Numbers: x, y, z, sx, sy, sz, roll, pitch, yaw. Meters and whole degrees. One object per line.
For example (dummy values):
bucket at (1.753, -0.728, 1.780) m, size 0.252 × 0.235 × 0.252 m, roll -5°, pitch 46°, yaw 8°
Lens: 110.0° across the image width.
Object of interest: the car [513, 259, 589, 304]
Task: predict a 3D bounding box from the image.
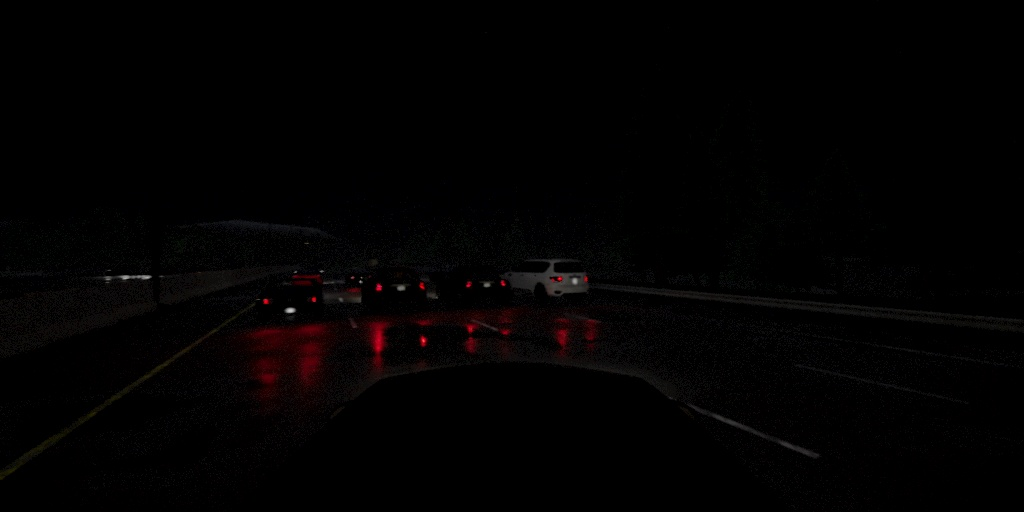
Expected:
car at (1.452, 1.152, 17.806) m, size 2.150 × 2.045 × 5.566 m, roll 0°, pitch 0°, yaw -28°

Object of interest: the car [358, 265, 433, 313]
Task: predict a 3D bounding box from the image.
car at (-5.116, 1.246, 15.269) m, size 2.097 × 1.767 × 4.553 m, roll 0°, pitch -1°, yaw -28°

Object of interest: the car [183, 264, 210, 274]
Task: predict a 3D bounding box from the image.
car at (-42.784, 1.831, 48.700) m, size 1.994 × 1.385 × 4.181 m, roll 0°, pitch -1°, yaw -27°

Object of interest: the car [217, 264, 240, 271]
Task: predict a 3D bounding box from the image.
car at (-39.715, 1.852, 50.365) m, size 1.994 × 1.385 × 4.181 m, roll 0°, pitch -1°, yaw -27°

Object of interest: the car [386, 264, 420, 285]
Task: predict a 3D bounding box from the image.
car at (-9.439, 1.538, 30.855) m, size 1.882 × 1.535 × 5.008 m, roll 0°, pitch 0°, yaw -28°

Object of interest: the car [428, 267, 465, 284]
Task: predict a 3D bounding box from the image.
car at (-5.889, 1.673, 31.610) m, size 1.895 × 1.301 × 4.718 m, roll 0°, pitch -1°, yaw -28°

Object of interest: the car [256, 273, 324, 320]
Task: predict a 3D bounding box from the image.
car at (-8.119, 1.474, 13.450) m, size 1.895 × 1.301 × 4.718 m, roll 0°, pitch -1°, yaw -28°

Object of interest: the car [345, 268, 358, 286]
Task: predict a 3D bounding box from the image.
car at (-12.073, 1.633, 28.331) m, size 1.895 × 1.301 × 4.718 m, roll 0°, pitch -1°, yaw -28°

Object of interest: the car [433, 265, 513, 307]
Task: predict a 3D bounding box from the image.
car at (-2.030, 1.266, 16.920) m, size 2.097 × 1.767 × 4.553 m, roll 0°, pitch -1°, yaw -28°

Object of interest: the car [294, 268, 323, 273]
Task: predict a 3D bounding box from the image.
car at (-15.300, 1.579, 26.959) m, size 1.994 × 1.385 × 4.181 m, roll 0°, pitch -1°, yaw -28°
